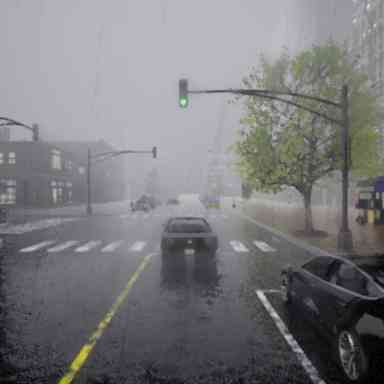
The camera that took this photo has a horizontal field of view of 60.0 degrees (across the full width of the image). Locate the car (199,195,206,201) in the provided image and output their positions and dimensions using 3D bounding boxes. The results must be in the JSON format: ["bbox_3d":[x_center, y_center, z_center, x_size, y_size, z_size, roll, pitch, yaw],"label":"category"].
[{"bbox_3d":[2.671,1.506,87.741,1.752,1.417,4.829,0,0,0],"label":"car"}]

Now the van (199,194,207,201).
[{"bbox_3d":[2.673,1.323,82.020,1.690,1.788,3.998,0,0,0],"label":"van"}]

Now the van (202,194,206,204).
[{"bbox_3d":[2.682,1.329,48.714,1.690,1.788,3.998,0,0,0],"label":"van"}]

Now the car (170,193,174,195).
[{"bbox_3d":[-3.018,1.458,69.209,1.882,1.535,5.008,0,0,0],"label":"car"}]

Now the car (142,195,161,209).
[{"bbox_3d":[-5.697,1.304,43.158,2.192,1.841,5.009,0,0,0],"label":"car"}]

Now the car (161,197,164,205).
[{"bbox_3d":[-5.701,1.538,54.260,2.008,1.369,4.403,0,0,0],"label":"car"}]

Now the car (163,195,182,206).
[{"bbox_3d":[-3.086,1.551,53.645,1.994,1.385,4.181,0,0,0],"label":"car"}]

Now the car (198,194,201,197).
[{"bbox_3d":[2.675,1.550,70.918,1.947,1.339,4.313,0,0,0],"label":"car"}]

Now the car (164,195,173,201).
[{"bbox_3d":[-5.709,1.533,82.015,2.008,1.369,4.403,0,0,0],"label":"car"}]

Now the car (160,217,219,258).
[{"bbox_3d":[-0.238,1.598,12.729,1.895,1.301,4.718,0,0,-4],"label":"car"}]

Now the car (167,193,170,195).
[{"bbox_3d":[-5.706,1.509,70.743,1.752,1.417,4.829,0,0,0],"label":"car"}]

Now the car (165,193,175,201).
[{"bbox_3d":[-5.710,1.296,87.566,2.192,1.841,5.009,0,0,0],"label":"car"}]

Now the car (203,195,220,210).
[{"bbox_3d":[2.682,1.515,43.332,1.752,1.417,4.829,0,0,0],"label":"car"}]

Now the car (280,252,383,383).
[{"bbox_3d":[2.693,1.565,5.133,1.947,1.339,4.313,0,0,0],"label":"car"}]

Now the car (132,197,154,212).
[{"bbox_3d":[-5.697,1.573,37.607,1.802,1.307,4.206,0,0,0],"label":"car"}]

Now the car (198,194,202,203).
[{"bbox_3d":[2.677,1.537,59.816,2.008,1.369,4.403,0,0,0],"label":"car"}]

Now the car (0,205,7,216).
[{"bbox_3d":[-17.276,1.363,26.607,4.507,1.381,1.887,1,-1,-1],"label":"car"}]
